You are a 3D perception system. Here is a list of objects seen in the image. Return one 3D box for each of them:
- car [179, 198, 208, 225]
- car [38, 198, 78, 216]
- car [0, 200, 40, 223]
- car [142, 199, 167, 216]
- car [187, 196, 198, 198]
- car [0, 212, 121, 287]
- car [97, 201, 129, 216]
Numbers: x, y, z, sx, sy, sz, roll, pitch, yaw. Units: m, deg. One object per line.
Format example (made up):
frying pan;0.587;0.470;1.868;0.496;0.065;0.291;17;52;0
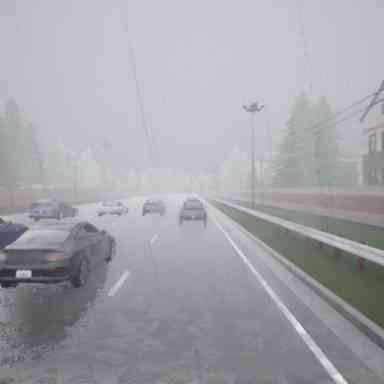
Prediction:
car;0.083;1.389;23.420;2.128;1.511;4.902;0;0;0
car;-10.418;1.437;25.426;2.033;1.411;5.357;0;0;0
car;-6.909;1.307;10.334;2.097;1.767;4.553;0;0;0
car;-3.423;1.357;30.923;2.128;1.511;4.902;0;0;0
car;0.070;1.307;42.412;2.128;1.511;4.902;0;0;0
car;-3.420;1.486;9.048;1.812;1.442;4.674;0;0;0
car;-6.921;1.472;29.638;1.895;1.301;4.718;0;0;0
